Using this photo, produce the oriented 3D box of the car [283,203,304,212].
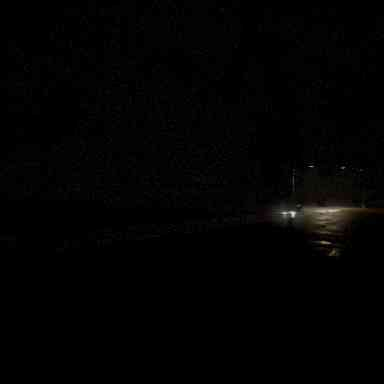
[{"bbox_3d":[15.019,2.255,49.202,1.994,1.385,4.181,-1,-1,36],"label":"car"}]
